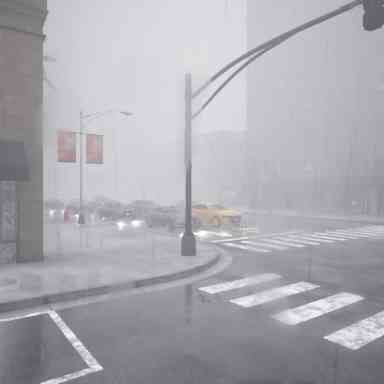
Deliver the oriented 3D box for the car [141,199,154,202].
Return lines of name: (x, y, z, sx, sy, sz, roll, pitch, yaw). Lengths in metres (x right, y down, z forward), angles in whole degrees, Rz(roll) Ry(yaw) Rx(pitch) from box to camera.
car: (-4.252, 1.464, 30.216, 1.837, 1.490, 4.892, 0, 0, -36)

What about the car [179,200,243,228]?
car: (1.298, 1.451, 22.518, 1.882, 1.535, 5.008, 0, 0, -35)

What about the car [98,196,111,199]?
car: (-10.241, 1.295, 38.540, 2.097, 1.767, 4.553, 0, 0, -36)

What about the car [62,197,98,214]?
car: (-12.058, 1.475, 35.504, 1.812, 1.442, 4.674, 0, 0, -36)

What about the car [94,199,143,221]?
car: (-6.131, 1.529, 27.253, 1.994, 1.385, 4.181, 0, 0, -37)

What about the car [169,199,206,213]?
car: (-0.550, 1.510, 36.538, 1.994, 1.385, 4.181, 0, 0, -36)

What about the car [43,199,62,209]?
car: (-18.444, 1.533, 44.434, 1.895, 1.301, 4.718, 0, 0, -35)

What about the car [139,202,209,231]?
car: (-1.210, 1.542, 20.437, 1.994, 1.385, 4.181, 0, 0, -36)
